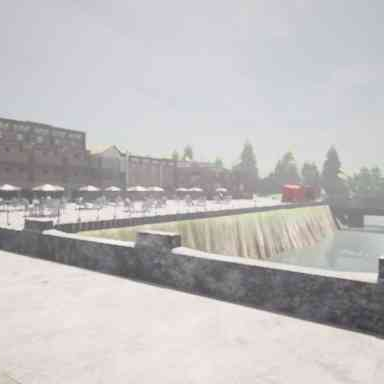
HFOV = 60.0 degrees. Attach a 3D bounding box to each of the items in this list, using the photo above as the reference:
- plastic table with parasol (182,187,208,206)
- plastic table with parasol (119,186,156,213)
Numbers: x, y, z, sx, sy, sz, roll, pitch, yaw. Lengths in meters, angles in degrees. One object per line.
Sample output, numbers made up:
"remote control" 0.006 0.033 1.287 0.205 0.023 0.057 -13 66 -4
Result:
"plastic table with parasol" 0.442 0.639 45.589 2.482 2.480 2.482 1 0 35
"plastic table with parasol" -5.319 0.667 32.523 2.482 2.480 2.482 1 0 35
